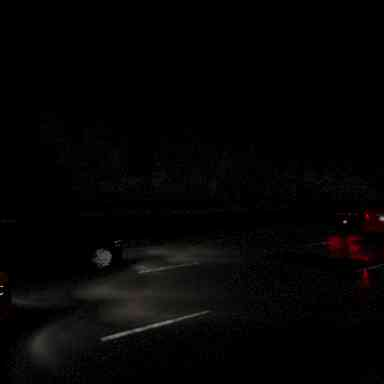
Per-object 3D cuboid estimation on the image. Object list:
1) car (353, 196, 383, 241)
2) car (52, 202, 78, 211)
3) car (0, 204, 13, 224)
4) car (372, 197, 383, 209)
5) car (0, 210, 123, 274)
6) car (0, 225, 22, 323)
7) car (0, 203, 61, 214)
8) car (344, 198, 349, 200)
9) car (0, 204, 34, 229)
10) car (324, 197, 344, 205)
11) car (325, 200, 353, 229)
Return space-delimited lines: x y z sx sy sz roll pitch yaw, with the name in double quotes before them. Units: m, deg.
"car" 9.990 1.183 15.184 5.566 2.045 2.150 0 0 -36
"car" -12.697 1.585 29.329 4.718 1.301 1.895 0 0 -35
"car" -15.255 1.598 23.206 4.718 1.301 1.895 0 0 -35
"car" 25.938 1.425 43.859 5.008 1.535 1.882 0 0 -35
"car" -4.402 1.474 9.205 5.008 1.535 1.882 0 0 -35
"car" -5.194 1.482 4.342 5.008 1.535 1.882 0 0 -35
"car" -10.323 1.543 18.125 5.357 1.411 2.033 0 0 -35
"car" 23.906 1.473 46.709 4.674 1.442 1.812 0 0 -35
"car" -12.433 1.559 20.918 4.181 1.385 1.994 0 0 -35
"car" 21.874 1.487 49.558 5.357 1.411 2.033 0 0 -35
"car" 10.438 1.446 19.788 4.902 1.511 2.128 0 0 -36
